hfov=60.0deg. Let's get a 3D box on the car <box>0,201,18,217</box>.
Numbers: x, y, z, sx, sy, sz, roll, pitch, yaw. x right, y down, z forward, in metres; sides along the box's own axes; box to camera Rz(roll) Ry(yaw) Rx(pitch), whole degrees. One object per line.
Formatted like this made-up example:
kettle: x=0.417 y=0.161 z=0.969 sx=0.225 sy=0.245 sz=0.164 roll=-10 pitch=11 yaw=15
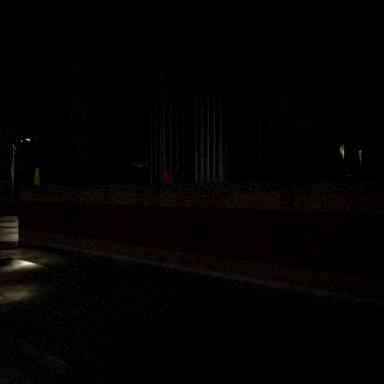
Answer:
car: x=-16.392 y=1.545 z=29.224 sx=2.128 sy=1.511 sz=4.902 roll=0 pitch=0 yaw=37
